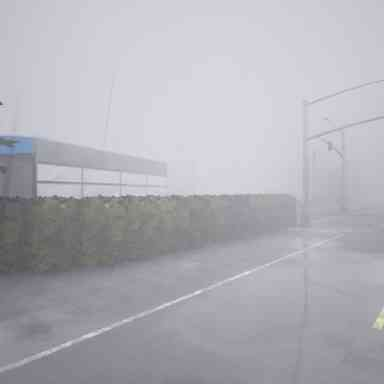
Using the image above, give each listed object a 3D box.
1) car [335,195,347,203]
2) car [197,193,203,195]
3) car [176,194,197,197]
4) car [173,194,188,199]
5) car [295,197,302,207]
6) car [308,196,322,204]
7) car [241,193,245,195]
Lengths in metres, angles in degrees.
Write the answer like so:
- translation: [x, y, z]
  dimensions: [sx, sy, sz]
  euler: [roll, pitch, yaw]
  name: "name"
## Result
- translation: [29.283, 1.374, 65.019]
  dimensions: [1.845, 1.501, 3.633]
  euler: [0, 0, 38]
  name: "car"
- translation: [2.215, 1.154, 86.060]
  dimensions: [2.152, 1.636, 5.027]
  euler: [0, 0, 38]
  name: "car"
- translation: [-1.695, 1.298, 66.086]
  dimensions: [2.007, 1.523, 4.514]
  euler: [0, 0, 38]
  name: "car"
- translation: [-3.021, 1.232, 89.786]
  dimensions: [1.970, 1.475, 3.806]
  euler: [0, 0, 38]
  name: "car"
- translation: [13.149, 1.340, 44.587]
  dimensions: [2.007, 1.523, 4.514]
  euler: [0, 0, 38]
  name: "car"
- translation: [22.344, 1.384, 61.045]
  dimensions: [1.970, 1.475, 3.806]
  euler: [0, 0, 38]
  name: "car"
- translation: [12.253, 1.077, 78.127]
  dimensions: [1.905, 1.878, 3.866]
  euler: [0, 0, 38]
  name: "car"
